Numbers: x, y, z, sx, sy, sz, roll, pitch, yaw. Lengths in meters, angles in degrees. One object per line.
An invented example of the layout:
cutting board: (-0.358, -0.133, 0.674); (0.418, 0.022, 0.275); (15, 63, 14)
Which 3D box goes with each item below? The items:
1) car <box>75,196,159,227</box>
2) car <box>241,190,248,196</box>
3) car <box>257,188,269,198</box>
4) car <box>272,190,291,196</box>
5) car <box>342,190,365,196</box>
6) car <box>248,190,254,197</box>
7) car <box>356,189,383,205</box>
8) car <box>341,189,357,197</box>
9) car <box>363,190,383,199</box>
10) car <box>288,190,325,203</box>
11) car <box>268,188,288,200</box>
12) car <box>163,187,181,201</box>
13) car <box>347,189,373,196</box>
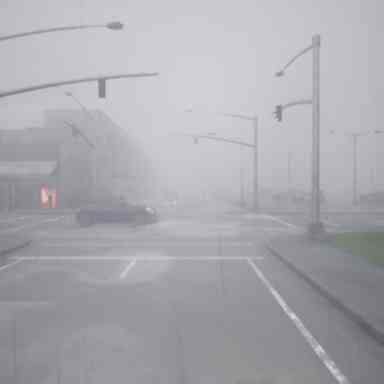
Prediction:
car: (-4.184, 1.016, 19.082); (4.553, 1.767, 2.097); (-1, 1, 0)
car: (13.887, 0.189, 82.297); (3.633, 1.501, 1.845); (0, 1, 0)
car: (14.164, 0.205, 60.806); (3.866, 1.878, 1.905); (0, 1, 0)
car: (21.308, 0.243, 79.318); (3.806, 1.475, 1.970); (0, 1, 0)
car: (39.921, 0.154, 82.309); (4.514, 1.523, 2.007); (0, 1, 0)
car: (13.752, 0.183, 63.711); (4.605, 1.855, 1.932); (0, 1, 0)
car: (21.539, 0.759, 37.938); (4.514, 1.523, 2.007); (0, 1, 0)
car: (32.301, 0.353, 67.327); (3.633, 1.501, 1.845); (0, 1, 0)
car: (32.260, 0.476, 57.335); (4.514, 1.523, 2.007); (0, 1, 0)
car: (14.490, 0.640, 41.598); (3.806, 1.475, 1.970); (0, 1, 0)
car: (14.166, 0.468, 48.014); (5.027, 1.636, 2.152); (0, 1, 0)
car: (-3.554, 0.390, 56.874); (2.150, 2.045, 5.566); (0, 1, 0)
car: (39.974, 0.191, 79.172); (5.027, 1.636, 2.152); (0, 1, 0)
